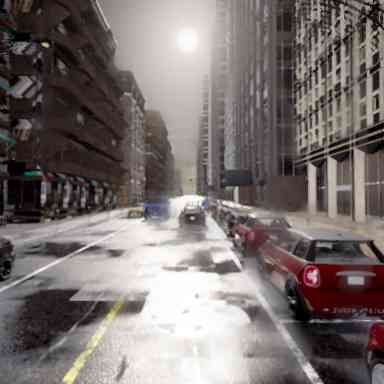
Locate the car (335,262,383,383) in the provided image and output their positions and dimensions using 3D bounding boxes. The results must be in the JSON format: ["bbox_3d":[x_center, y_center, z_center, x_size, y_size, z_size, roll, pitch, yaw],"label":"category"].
[{"bbox_3d":[2.702,1.560,1.768,1.887,1.381,4.507,1,0,0],"label":"car"}]

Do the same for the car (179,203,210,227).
[{"bbox_3d":[0.082,1.754,24.356,1.994,1.385,4.181,0,-1,1],"label":"car"}]

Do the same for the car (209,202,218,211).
[{"bbox_3d":[2.700,1.818,30.023,1.802,1.307,4.206,1,0,0],"label":"car"}]

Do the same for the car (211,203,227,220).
[{"bbox_3d":[2.700,1.742,24.373,2.008,1.369,4.403,1,0,0],"label":"car"}]

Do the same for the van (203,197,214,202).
[{"bbox_3d":[2.702,1.750,52.630,1.690,1.788,3.998,1,0,0],"label":"van"}]

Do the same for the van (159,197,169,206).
[{"bbox_3d":[-5.766,1.880,69.614,1.690,1.788,3.998,1,0,0],"label":"van"}]

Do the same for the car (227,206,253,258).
[{"bbox_3d":[2.703,1.543,13.072,1.967,1.590,4.097,1,0,0],"label":"car"}]

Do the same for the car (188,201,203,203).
[{"bbox_3d":[0.098,1.926,41.634,1.895,1.301,4.718,0,0,0],"label":"car"}]

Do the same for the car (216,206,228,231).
[{"bbox_3d":[2.701,1.698,18.722,2.008,1.369,4.403,1,0,0],"label":"car"}]

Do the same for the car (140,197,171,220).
[{"bbox_3d":[-3.101,1.463,30.793,2.150,2.045,5.566,0,0,0],"label":"car"}]

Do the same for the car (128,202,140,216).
[{"bbox_3d":[-5.680,1.803,35.507,1.752,1.417,4.829,1,0,0],"label":"car"}]

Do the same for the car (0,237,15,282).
[{"bbox_3d":[-5.679,1.625,7.421,1.947,1.339,4.313,1,0,0],"label":"car"}]

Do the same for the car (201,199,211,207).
[{"bbox_3d":[2.697,2.078,63.929,1.802,1.307,4.206,1,0,0],"label":"car"}]

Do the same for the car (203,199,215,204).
[{"bbox_3d":[2.699,1.905,41.326,1.802,1.307,4.206,1,0,0],"label":"car"}]

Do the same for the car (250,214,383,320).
[{"bbox_3d":[2.703,1.499,7.421,1.967,1.590,4.097,1,0,0],"label":"car"}]
